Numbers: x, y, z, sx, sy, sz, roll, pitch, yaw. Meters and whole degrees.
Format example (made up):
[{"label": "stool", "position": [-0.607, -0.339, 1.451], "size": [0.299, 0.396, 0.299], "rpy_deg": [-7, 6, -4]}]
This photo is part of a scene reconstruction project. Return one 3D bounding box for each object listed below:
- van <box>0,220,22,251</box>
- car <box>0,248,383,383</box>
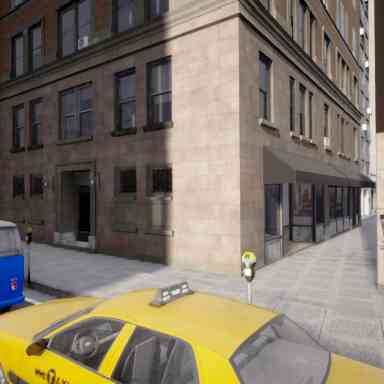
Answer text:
[{"label": "van", "position": [-4.865, 1.342, 6.344], "size": [3.998, 1.788, 1.690], "rpy_deg": [0, -1, 36]}, {"label": "car", "position": [-0.391, 1.526, 3.139], "size": [4.829, 1.417, 1.752], "rpy_deg": [0, -1, 36]}]
